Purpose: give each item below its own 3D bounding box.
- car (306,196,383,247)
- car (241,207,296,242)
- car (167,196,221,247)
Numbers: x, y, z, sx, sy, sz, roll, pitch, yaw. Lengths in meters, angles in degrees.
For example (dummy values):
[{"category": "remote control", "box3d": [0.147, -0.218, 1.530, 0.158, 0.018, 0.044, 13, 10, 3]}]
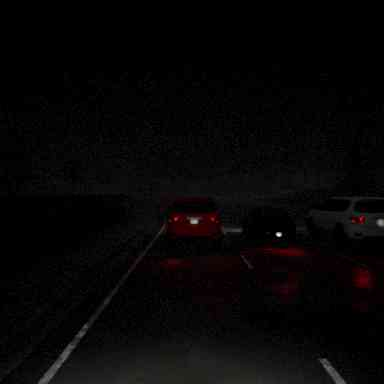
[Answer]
[{"category": "car", "box3d": [7.091, 1.207, 15.157, 2.150, 2.045, 5.566, 0, 0, 0]}, {"category": "car", "box3d": [3.590, 1.490, 16.155, 1.837, 1.490, 4.892, 0, 0, 0]}, {"category": "car", "box3d": [0.091, 1.207, 15.177, 2.150, 2.045, 5.566, 0, 0, 0]}]
